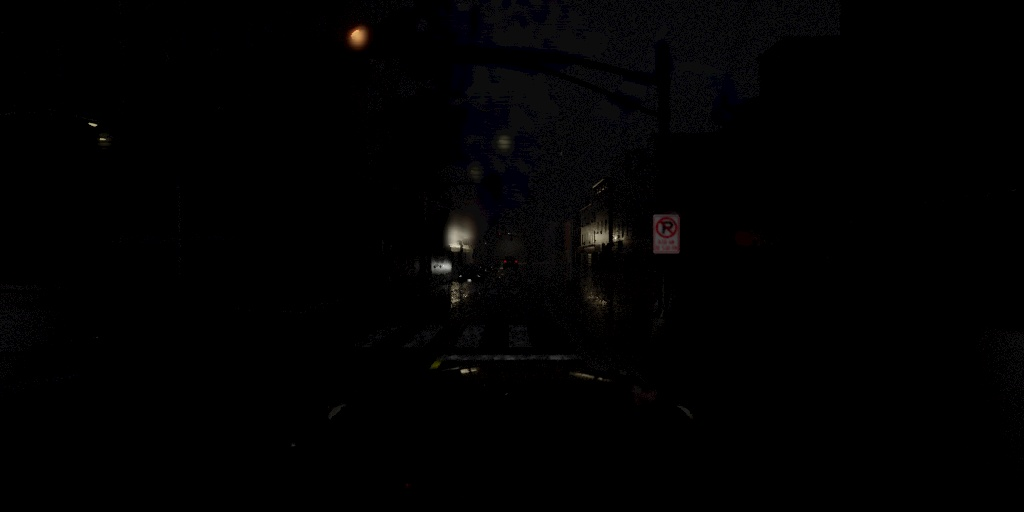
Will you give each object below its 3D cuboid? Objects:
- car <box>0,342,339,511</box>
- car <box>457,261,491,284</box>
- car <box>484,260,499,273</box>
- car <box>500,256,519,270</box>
[{"bbox_3d":[-2.852,1.298,1.681,2.033,1.411,5.357,0,0,0],"label":"car"},{"bbox_3d":[-2.947,1.300,27.419,2.033,1.411,5.357,0,0,0],"label":"car"},{"bbox_3d":[-3.007,1.265,44.488,1.837,1.490,4.892,0,-1,0],"label":"car"},{"bbox_3d":[-0.194,0.984,52.552,2.150,2.045,5.566,0,0,0],"label":"car"}]
